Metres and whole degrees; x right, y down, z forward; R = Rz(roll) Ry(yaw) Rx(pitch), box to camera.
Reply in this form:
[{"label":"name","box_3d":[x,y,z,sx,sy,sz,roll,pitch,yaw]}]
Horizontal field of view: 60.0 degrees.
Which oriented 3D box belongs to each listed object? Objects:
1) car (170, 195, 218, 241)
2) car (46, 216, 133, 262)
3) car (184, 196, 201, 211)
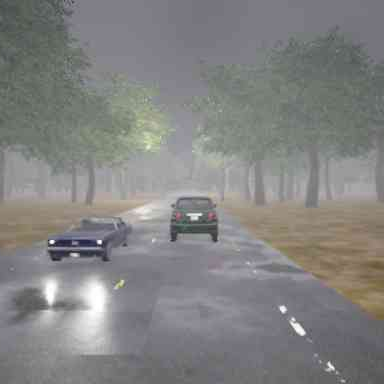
[{"label":"car","box_3d":[0.099,1.180,16.686,2.150,2.045,5.566,0,0,0]},{"label":"car","box_3d":[-3.506,1.581,12.196,1.895,1.301,4.718,0,0,0]},{"label":"car","box_3d":[0.098,1.279,38.095,1.812,1.442,4.674,0,1,0]}]
